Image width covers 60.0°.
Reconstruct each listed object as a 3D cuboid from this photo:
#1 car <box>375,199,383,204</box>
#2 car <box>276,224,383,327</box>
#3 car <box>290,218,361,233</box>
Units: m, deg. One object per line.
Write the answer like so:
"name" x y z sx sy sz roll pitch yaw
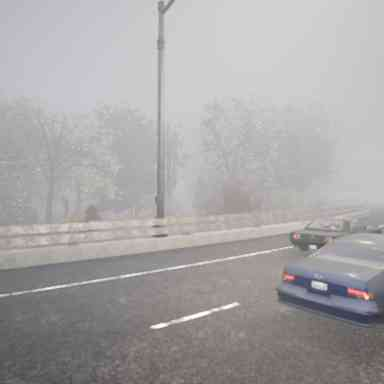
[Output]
"car" 46.928 2.300 81.845 1.895 1.301 4.718 0 0 3
"car" 4.021 1.609 7.089 5.357 1.411 2.033 1 0 -40
"car" 5.993 1.712 13.501 4.718 1.301 1.895 1 -1 -43
